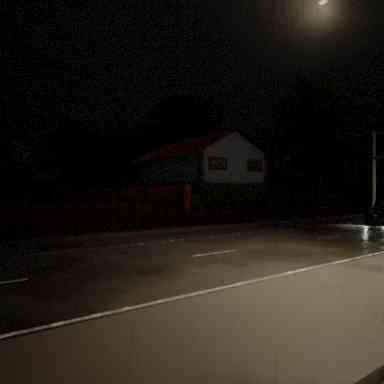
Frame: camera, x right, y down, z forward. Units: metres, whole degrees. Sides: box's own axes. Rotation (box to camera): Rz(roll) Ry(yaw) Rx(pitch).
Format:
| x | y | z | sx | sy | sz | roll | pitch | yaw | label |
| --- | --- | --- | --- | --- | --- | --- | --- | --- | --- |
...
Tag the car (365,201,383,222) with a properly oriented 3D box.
| x | y | z | sx | sy | sz | roll | pitch | yaw | label |
| --- | --- | --- | --- | --- | --- | --- | --- | --- | --- |
| 14.378 | 1.310 | 23.970 | 4.674 | 1.442 | 1.812 | 0 | 0 | -36 | car |
